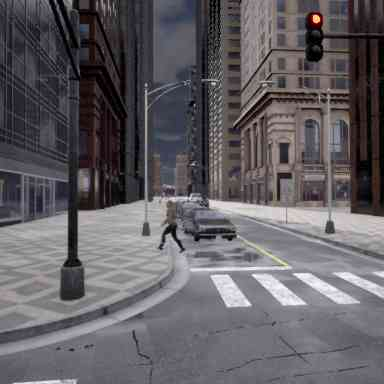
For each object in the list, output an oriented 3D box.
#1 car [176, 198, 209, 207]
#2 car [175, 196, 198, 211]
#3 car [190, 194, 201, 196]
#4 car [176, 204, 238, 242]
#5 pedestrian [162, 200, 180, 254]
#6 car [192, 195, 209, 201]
[{"bbox_3d":[-0.088,1.534,27.153,1.837,1.490,4.892,0,0,-5],"label":"car"},{"bbox_3d":[-0.920,1.539,37.438,2.128,1.511,4.902,0,0,-5],"label":"car"},{"bbox_3d":[0.554,1.314,58.482,2.150,2.045,5.566,0,0,-5],"label":"car"},{"bbox_3d":[0.700,1.564,16.927,2.033,1.411,5.357,0,0,-10],"label":"car"},{"bbox_3d":[-0.724,1.148,11.385,0.375,1.860,0.375,1,-1,-5],"label":"pedestrian"},{"bbox_3d":[1.401,1.572,48.105,1.837,1.490,4.892,0,0,-5],"label":"car"}]
